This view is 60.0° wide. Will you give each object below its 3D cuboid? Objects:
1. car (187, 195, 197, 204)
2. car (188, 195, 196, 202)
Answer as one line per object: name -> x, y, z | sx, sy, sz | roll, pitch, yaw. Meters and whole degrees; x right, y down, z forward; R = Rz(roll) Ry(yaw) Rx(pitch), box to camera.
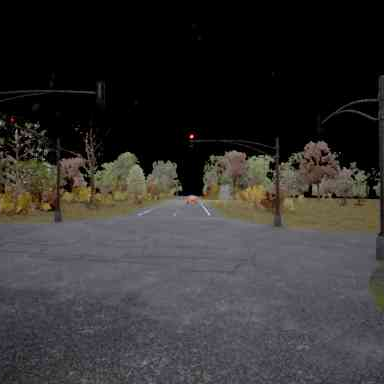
car -> 0.017, 1.423, 68.007 | 2.097, 1.767, 4.553 | 0, 0, 0
car -> 0.020, 1.449, 78.042 | 1.812, 1.442, 4.674 | 0, 0, 0
